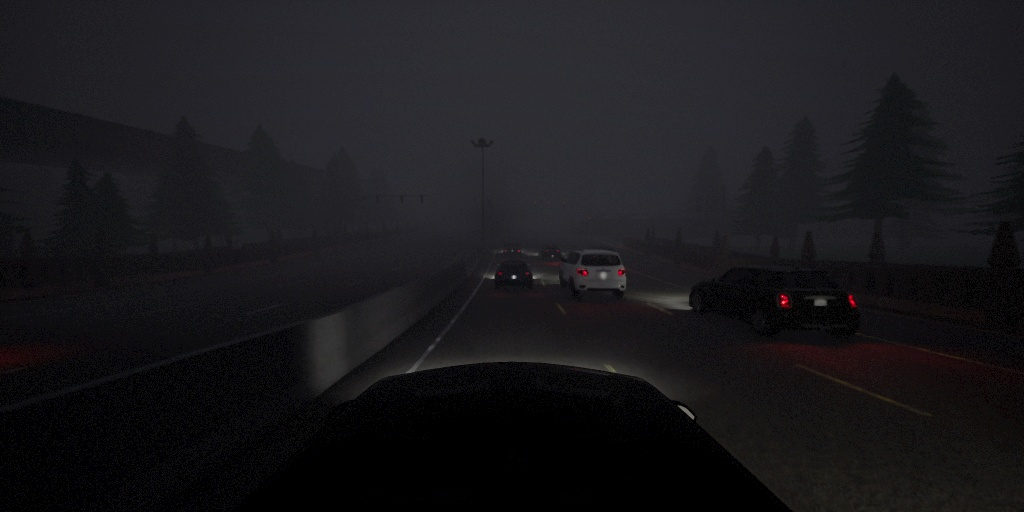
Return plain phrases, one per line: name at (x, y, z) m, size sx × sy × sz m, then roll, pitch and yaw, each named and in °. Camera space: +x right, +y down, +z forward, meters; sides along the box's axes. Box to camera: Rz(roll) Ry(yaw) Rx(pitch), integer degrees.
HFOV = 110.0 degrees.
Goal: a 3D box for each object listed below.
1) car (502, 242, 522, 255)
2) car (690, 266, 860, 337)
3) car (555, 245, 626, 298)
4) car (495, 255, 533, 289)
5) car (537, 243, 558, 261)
car at (0.017, -0.727, 36.032) m, size 2.033 × 1.411 × 5.357 m, roll 0°, pitch 7°, yaw 0°
car at (7.099, 1.049, 10.371) m, size 2.097 × 1.767 × 4.553 m, roll 0°, pitch 1°, yaw 0°
car at (3.596, 0.682, 16.808) m, size 2.150 × 2.045 × 5.566 m, roll 0°, pitch 3°, yaw 0°
car at (0.092, 0.878, 19.439) m, size 1.994 × 1.385 × 4.181 m, roll 0°, pitch 3°, yaw 0°
car at (3.529, -0.490, 33.632) m, size 1.837 × 1.490 × 4.892 m, roll 0°, pitch 6°, yaw 0°
